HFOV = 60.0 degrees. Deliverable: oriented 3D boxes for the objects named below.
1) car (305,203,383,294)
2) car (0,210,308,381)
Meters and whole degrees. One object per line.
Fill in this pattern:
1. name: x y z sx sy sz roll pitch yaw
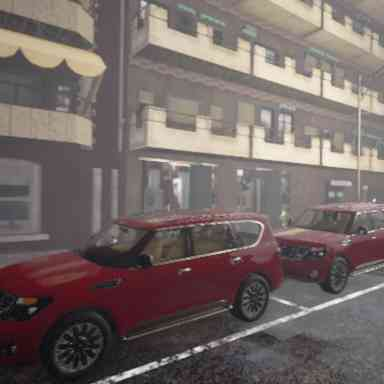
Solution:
1. car: 3.931 1.261 8.863 5.009 1.841 2.192 0 2 -35
2. car: -0.574 1.297 5.657 5.009 1.841 2.192 0 2 -35
